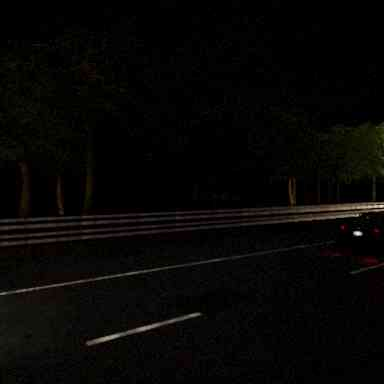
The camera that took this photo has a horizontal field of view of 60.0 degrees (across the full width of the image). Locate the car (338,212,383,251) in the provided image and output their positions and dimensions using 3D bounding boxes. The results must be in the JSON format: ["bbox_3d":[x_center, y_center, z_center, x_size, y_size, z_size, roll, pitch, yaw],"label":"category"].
[{"bbox_3d":[7.862,1.528,13.655,4.181,1.385,1.994,0,0,-36],"label":"car"}]
